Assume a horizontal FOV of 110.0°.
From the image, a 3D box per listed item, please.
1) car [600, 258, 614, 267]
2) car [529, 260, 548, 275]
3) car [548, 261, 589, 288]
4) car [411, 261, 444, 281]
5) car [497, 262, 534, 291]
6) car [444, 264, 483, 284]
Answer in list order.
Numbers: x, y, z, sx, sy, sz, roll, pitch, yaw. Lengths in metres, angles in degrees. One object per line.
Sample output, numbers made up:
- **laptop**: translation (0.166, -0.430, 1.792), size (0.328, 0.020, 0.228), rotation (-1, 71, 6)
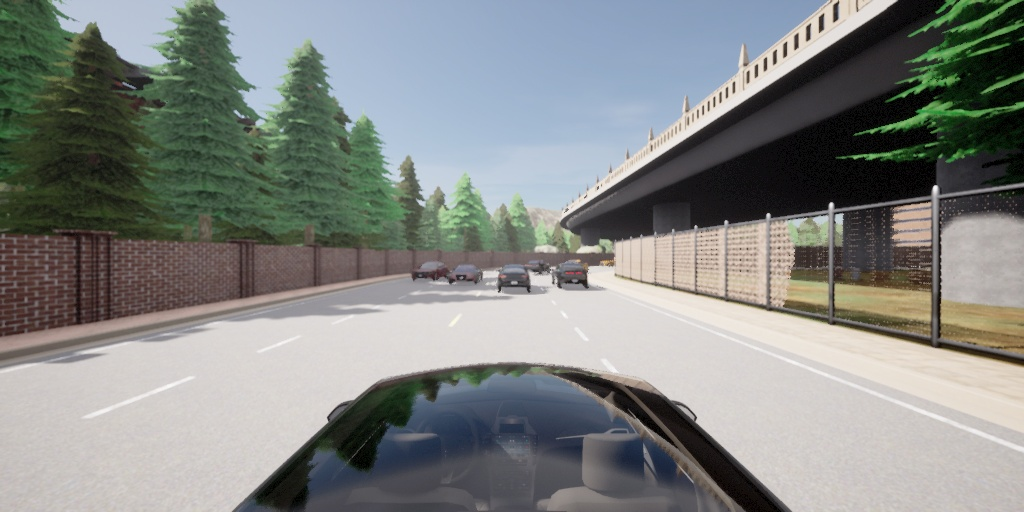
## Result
- **car**: translation (17.573, 1.123, 62.228), size (5.008, 1.535, 1.882), rotation (0, 0, -22)
- **car**: translation (2.799, 1.175, 38.426), size (2.128, 1.511, 4.902), rotation (0, 0, 22)
- **car**: translation (3.634, 1.214, 23.057), size (1.837, 1.490, 4.892), rotation (0, -1, 0)
- **car**: translation (-6.578, 1.179, 29.206), size (1.882, 1.535, 5.008), rotation (0, 0, 6)
- **car**: translation (0.116, 1.242, 21.163), size (1.812, 1.442, 4.674), rotation (0, 0, 0)
- **car**: translation (-3.290, 1.271, 25.933), size (1.994, 1.385, 4.181), rotation (0, 0, 3)
